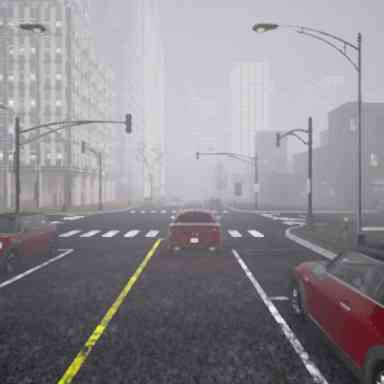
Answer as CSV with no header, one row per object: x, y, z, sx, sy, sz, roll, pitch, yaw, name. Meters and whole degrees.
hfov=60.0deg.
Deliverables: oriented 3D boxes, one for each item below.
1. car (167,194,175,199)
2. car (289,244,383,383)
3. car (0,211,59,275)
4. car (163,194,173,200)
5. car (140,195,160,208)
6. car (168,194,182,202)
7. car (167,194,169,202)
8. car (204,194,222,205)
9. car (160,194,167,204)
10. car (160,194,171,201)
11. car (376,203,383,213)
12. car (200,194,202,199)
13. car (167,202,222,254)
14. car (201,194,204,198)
-5.419,1.108,86.811,1.802,1.307,4.206,0,0,0,car
2.707,1.412,4.453,1.967,1.590,4.097,0,0,0,car
-5.658,1.378,10.017,1.967,1.590,4.097,0,0,0,car
-5.454,1.144,75.730,1.947,1.339,4.313,0,0,0,car
-5.557,1.334,42.485,1.802,1.307,4.206,0,0,0,car
-2.836,1.251,61.638,1.895,1.301,4.718,0,0,1,car
-5.487,1.185,64.648,2.008,1.369,4.403,0,0,0,car
2.824,1.297,42.459,1.887,1.381,4.507,0,0,0,car
-5.523,1.219,53.397,1.752,1.417,4.829,0,0,0,car
-5.471,1.172,70.189,1.947,1.339,4.313,0,0,0,car
19.039,1.268,30.345,4.206,1.307,1.802,0,1,-1,car
2.962,1.077,86.785,2.008,1.369,4.403,0,0,0,car
0.139,1.397,13.228,1.882,1.535,5.008,0,0,1,car
2.858,1.275,53.541,1.802,1.307,4.206,0,0,0,car
